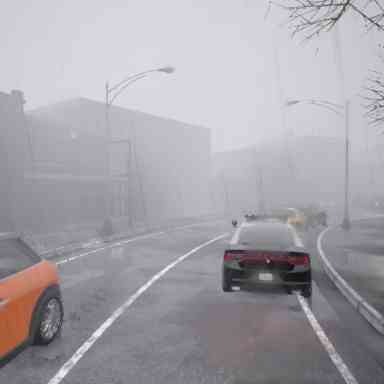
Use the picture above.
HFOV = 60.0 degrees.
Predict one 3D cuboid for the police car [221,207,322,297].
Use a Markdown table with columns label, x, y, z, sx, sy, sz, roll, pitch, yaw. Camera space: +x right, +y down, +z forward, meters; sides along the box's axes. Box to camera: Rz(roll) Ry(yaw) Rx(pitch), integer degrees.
| label | x | y | z | sx | sy | sz | roll | pitch | yaw |
| --- | --- | --- | --- | --- | --- | --- | --- | --- | --- |
| police car | 1.973 | 1.427 | 8.902 | 1.930 | 1.638 | 5.238 | 0 | 0 | 12 |

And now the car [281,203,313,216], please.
| label | x | y | z | sx | sy | sz | roll | pitch | yaw |
| --- | --- | --- | --- | --- | --- | --- | --- | --- | --- |
| car | 5.079 | 1.469 | 17.783 | 1.801 | 1.575 | 5.366 | 1 | 0 | 26 |

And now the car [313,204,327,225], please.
| label | x | y | z | sx | sy | sz | roll | pitch | yaw |
| --- | --- | --- | --- | --- | --- | --- | --- | --- | --- |
| car | 7.775 | 1.535 | 22.480 | 1.837 | 1.490 | 4.892 | 1 | 0 | 34 |

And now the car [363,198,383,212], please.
| label | x | y | z | sx | sy | sz | roll | pitch | yaw |
| --- | --- | --- | --- | --- | --- | --- | --- | --- | --- |
| car | 23.520 | 1.478 | 41.569 | 4.553 | 1.767 | 2.097 | 1 | 1 | -29 |

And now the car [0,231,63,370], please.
| label | x | y | z | sx | sy | sz | roll | pitch | yaw |
| --- | --- | --- | --- | --- | --- | --- | --- | --- | --- |
| car | -3.233 | 1.344 | 3.372 | 2.097 | 1.767 | 4.553 | 0 | 0 | 5 |
